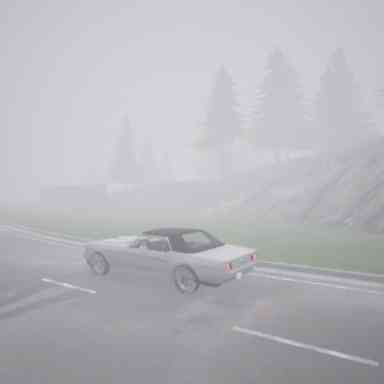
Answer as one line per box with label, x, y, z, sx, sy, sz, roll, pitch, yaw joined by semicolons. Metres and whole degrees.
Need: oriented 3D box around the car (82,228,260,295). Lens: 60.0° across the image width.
car;-0.754;1.615;8.796;4.718;1.301;1.895;0;0;35
